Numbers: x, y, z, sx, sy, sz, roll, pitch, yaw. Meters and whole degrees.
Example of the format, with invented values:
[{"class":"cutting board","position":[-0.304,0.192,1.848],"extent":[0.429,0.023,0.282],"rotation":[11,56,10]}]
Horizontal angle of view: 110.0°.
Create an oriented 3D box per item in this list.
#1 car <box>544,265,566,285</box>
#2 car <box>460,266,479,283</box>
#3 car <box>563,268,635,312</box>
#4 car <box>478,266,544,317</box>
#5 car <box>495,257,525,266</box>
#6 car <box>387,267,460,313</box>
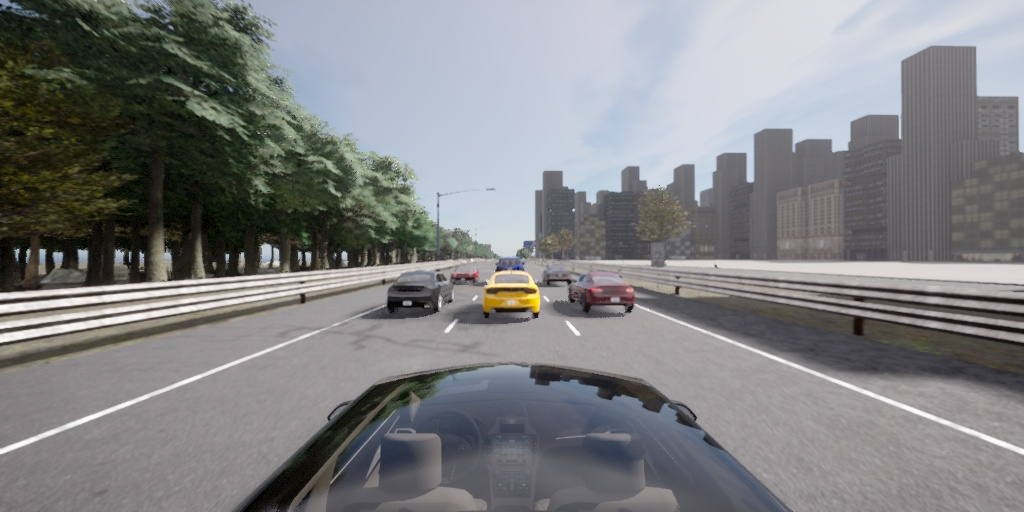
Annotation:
[{"class":"car","position":[3.351,1.407,27.337],"extent":[2.033,1.411,5.357],"rotation":[0,0,0]},{"class":"car","position":[-3.652,1.461,28.806],"extent":[1.895,1.301,4.718],"rotation":[0,0,0]},{"class":"car","position":[3.497,1.355,14.588],"extent":[1.812,1.442,4.674],"rotation":[0,0,-1]},{"class":"car","position":[-0.007,1.301,13.615],"extent":[1.882,1.535,5.008],"rotation":[0,0,0]},{"class":"car","position":[-0.152,1.083,28.309],"extent":[2.150,2.045,5.566],"rotation":[0,0,0]},{"class":"car","position":[-3.504,1.334,14.461],"extent":[1.837,1.490,4.892],"rotation":[0,0,0]}]
